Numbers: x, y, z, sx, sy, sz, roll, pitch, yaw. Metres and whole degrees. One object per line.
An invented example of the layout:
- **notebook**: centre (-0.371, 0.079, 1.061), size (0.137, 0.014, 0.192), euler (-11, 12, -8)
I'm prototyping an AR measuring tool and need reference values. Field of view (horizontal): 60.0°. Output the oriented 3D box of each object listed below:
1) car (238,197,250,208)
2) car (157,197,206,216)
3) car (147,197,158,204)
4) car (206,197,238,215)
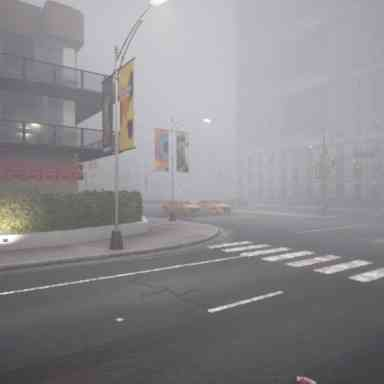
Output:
- **car**: centre (6.275, 1.489, 48.488), size (1.837, 1.490, 4.892), euler (0, 0, -35)
- **car**: centre (-1.103, 1.469, 32.621), size (1.882, 1.535, 5.008), euler (0, 0, -35)
- **car**: centre (-6.207, 1.587, 59.240), size (4.718, 1.301, 1.895), euler (0, 0, 42)
- **car**: centre (2.025, 1.468, 34.259), size (1.882, 1.535, 5.008), euler (0, 0, -35)
